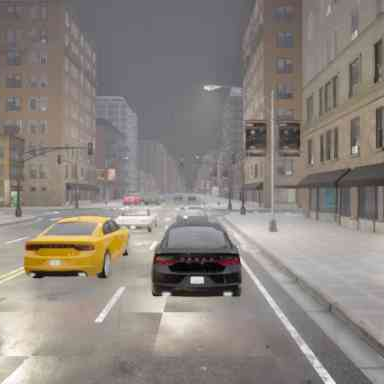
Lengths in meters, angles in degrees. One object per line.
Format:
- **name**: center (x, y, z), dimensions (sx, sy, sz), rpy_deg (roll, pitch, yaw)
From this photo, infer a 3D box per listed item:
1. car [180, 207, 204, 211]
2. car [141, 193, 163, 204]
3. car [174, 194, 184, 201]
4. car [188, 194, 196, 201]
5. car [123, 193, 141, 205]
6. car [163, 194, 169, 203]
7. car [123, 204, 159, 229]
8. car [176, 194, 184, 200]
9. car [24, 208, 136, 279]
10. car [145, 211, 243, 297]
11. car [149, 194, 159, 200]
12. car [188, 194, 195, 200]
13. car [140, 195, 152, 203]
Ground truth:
- **car**: center (-0.004, 1.546, 18.442), dimensions (2.033, 1.411, 5.357), rpy_deg (0, 0, 0)
- **car**: center (-6.603, 1.209, 55.083), dimensions (2.150, 2.045, 5.566), rpy_deg (0, 0, -1)
- **car**: center (-3.269, 1.476, 80.790), dimensions (1.837, 1.490, 4.892), rpy_deg (0, 0, 0)
- **car**: center (-0.019, 1.454, 80.791), dimensions (1.882, 1.535, 5.008), rpy_deg (0, 0, 0)
- **car**: center (-9.838, 1.210, 55.063), dimensions (2.150, 2.045, 5.566), rpy_deg (0, 0, 2)
- **car**: center (-6.517, 1.507, 70.552), dimensions (1.812, 1.442, 4.674), rpy_deg (0, 0, 0)
- **car**: center (-3.155, 1.599, 20.003), dimensions (1.895, 1.301, 4.718), rpy_deg (0, 0, 0)
- **car**: center (-3.272, 1.384, 91.210), dimensions (2.033, 1.411, 5.357), rpy_deg (0, 0, 0)
- **car**: center (-3.154, 1.477, 10.108), dimensions (1.882, 1.535, 5.008), rpy_deg (0, 0, 0)
- **car**: center (0.098, 1.477, 8.623), dimensions (1.882, 1.535, 5.008), rpy_deg (0, 0, 0)
- **car**: center (-9.771, 1.193, 85.798), dimensions (2.128, 1.511, 4.902), rpy_deg (0, 0, 0)
- **car**: center (-0.022, 1.321, 91.211), dimensions (1.882, 1.535, 5.008), rpy_deg (0, 0, 0)
- **car**: center (-9.767, 1.483, 70.753), dimensions (1.837, 1.490, 4.892), rpy_deg (0, 0, 0)
